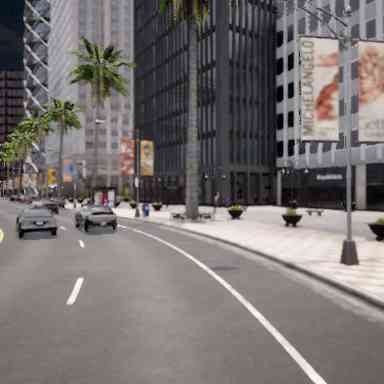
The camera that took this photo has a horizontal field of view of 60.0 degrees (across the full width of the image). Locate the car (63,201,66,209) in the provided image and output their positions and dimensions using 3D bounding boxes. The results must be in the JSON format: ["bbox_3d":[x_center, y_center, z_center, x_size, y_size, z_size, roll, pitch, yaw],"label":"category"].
[{"bbox_3d":[-18.758,1.589,45.774,2.231,1.521,4.892,0,0,-34],"label":"car"}]

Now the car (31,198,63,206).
[{"bbox_3d":[-15.637,1.592,35.694,1.837,1.490,4.892,0,0,-34],"label":"car"}]

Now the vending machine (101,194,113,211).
[{"bbox_3d":[-10.537,1.273,41.205,1.100,2.100,0.880,0,0,-34],"label":"vending machine"}]

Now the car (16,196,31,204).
[{"bbox_3d":[-35.067,1.540,70.206,2.185,1.767,4.553,0,0,-34],"label":"car"}]

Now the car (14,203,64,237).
[{"bbox_3d":[-8.794,1.595,18.640,2.033,1.411,5.357,0,0,-30],"label":"car"}]

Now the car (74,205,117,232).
[{"bbox_3d":[-6.007,1.532,20.422,2.128,1.511,4.902,0,0,-28],"label":"car"}]
